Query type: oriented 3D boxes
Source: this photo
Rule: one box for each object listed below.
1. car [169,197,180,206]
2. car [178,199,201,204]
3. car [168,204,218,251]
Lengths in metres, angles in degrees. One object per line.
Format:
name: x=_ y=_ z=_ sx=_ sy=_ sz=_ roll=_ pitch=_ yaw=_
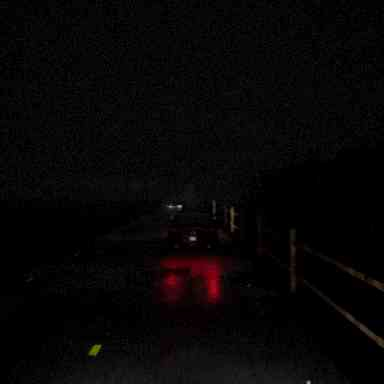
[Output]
car: x=-2.808 y=1.584 z=57.409 sx=1.812 sy=1.442 sz=4.674 roll=0 pitch=0 yaw=1
car: x=0.054 y=1.517 z=29.327 sx=1.882 sy=1.535 sz=5.008 roll=0 pitch=0 yaw=0
car: x=0.054 y=1.485 z=14.155 sx=1.882 sy=1.535 sz=5.008 roll=0 pitch=0 yaw=1
